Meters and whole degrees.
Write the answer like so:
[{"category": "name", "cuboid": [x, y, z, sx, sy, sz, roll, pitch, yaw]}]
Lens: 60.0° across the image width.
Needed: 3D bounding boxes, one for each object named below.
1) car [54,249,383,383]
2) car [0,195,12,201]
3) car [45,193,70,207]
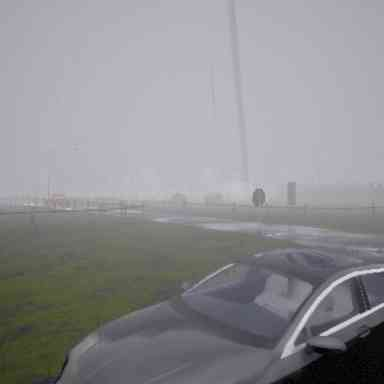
[{"category": "car", "cuboid": [1.062, 1.493, 3.711, 4.902, 1.511, 2.128, 0, 0, -36]}, {"category": "car", "cuboid": [-45.211, 1.405, 80.575, 5.008, 1.535, 1.882, 0, -1, 45]}, {"category": "car", "cuboid": [-19.843, 1.142, 48.992, 2.150, 2.045, 5.566, 1, -1, -40]}]
